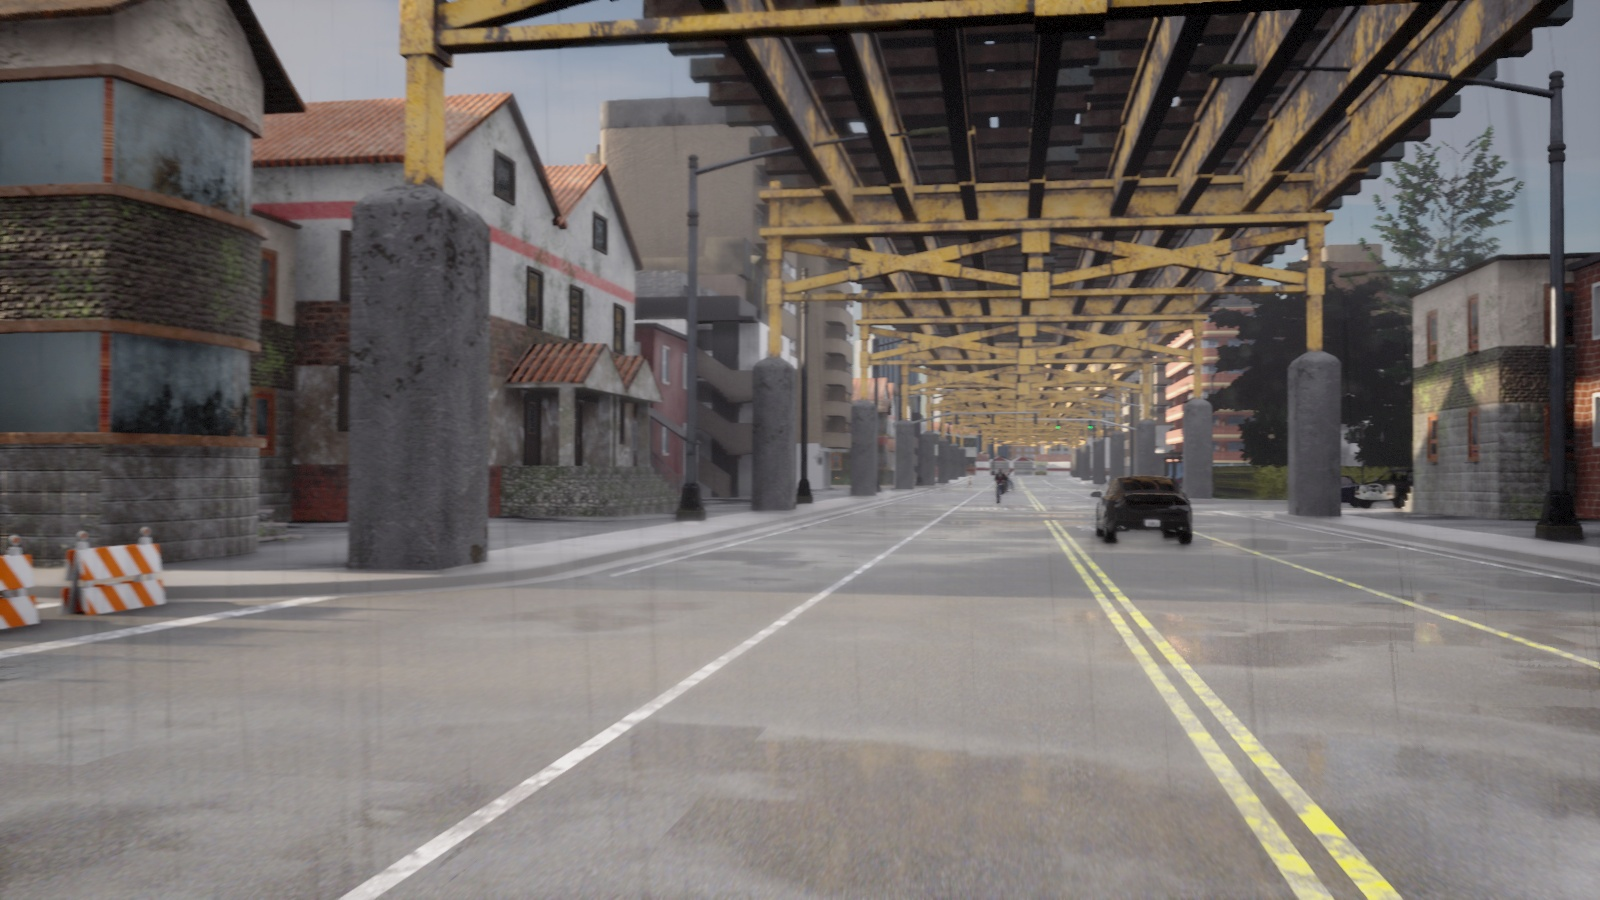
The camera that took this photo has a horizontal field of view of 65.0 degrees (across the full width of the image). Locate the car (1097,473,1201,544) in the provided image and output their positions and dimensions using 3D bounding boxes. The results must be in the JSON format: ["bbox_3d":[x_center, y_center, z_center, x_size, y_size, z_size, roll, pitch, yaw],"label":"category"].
[{"bbox_3d":[8.002,1.288,29.182,1.837,1.490,4.892,0,-1,10],"label":"car"}]

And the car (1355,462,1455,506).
[{"bbox_3d":[27.394,1.507,56.842,4.605,1.855,1.932,-1,0,-33],"label":"car"}]

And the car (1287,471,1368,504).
[{"bbox_3d":[24.836,1.754,59.103,3.633,1.501,1.845,1,-1,-36],"label":"car"}]
